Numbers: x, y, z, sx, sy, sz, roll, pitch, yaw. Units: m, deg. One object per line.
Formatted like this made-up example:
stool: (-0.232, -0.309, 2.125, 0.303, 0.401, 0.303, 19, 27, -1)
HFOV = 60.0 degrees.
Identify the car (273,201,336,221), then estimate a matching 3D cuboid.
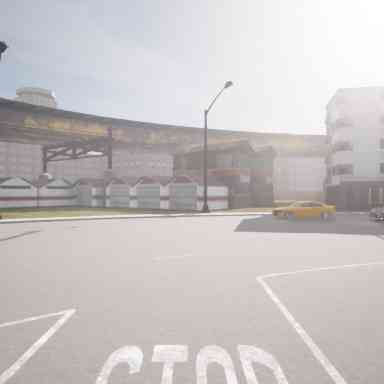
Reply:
car: (9.109, 1.477, 27.135, 5.008, 1.535, 1.882, 0, -1, -7)

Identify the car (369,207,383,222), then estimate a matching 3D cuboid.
car: (15.338, 1.351, 24.016, 4.553, 1.767, 2.097, 0, 0, 1)
